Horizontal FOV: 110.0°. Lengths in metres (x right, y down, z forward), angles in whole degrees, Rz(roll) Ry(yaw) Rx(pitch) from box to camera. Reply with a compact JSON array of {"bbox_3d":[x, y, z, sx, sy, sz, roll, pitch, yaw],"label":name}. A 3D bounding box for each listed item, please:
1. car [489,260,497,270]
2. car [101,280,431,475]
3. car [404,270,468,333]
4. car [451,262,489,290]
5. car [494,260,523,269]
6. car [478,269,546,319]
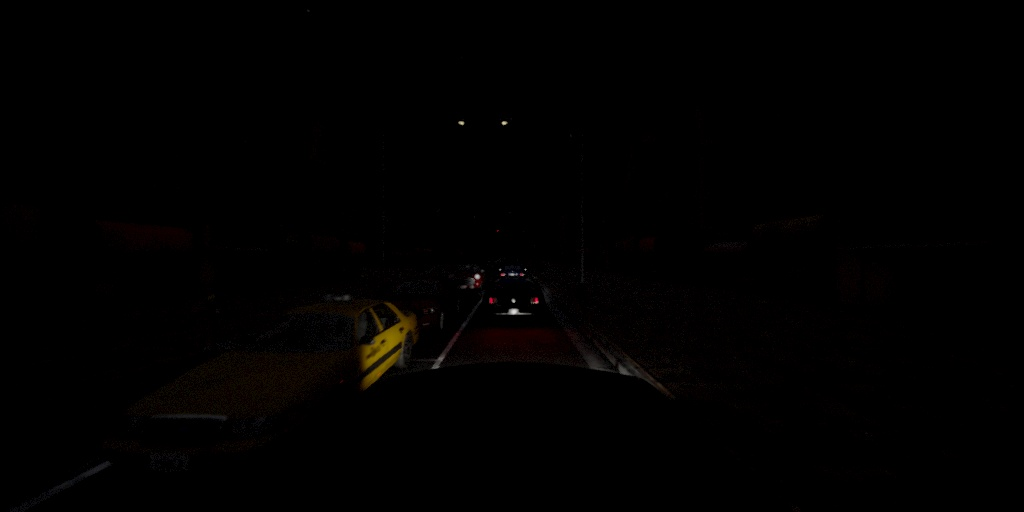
[{"bbox_3d":[-2.628,1.244,32.235,1.948,1.339,4.313,0,0,0],"label":"car"},{"bbox_3d":[-2.636,1.265,5.165,1.751,1.417,4.829,0,0,0],"label":"car"},{"bbox_3d":[-2.634,1.270,10.715,1.888,1.381,4.507,0,0,0],"label":"car"},{"bbox_3d":[-2.631,1.139,21.474,1.967,1.591,4.097,0,0,0],"label":"car"},{"bbox_3d":[0.052,1.238,25.835,2.033,1.411,5.357,0,0,1],"label":"car"},{"bbox_3d":[0.061,1.320,12.631,1.895,1.301,4.718,0,0,0],"label":"car"}]
